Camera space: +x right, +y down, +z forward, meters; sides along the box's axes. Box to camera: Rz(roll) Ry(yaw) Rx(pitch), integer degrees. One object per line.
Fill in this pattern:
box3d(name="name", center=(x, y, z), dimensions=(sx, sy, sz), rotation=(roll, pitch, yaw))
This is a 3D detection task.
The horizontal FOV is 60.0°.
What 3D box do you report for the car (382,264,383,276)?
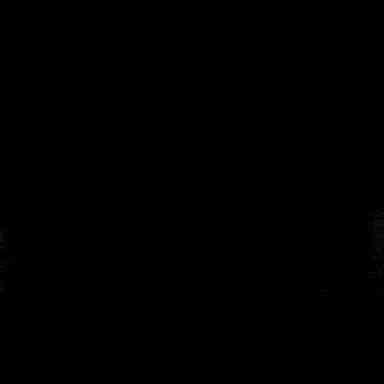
box3d(name="car", center=(6.933, 1.551, 8.458), dimensions=(5.357, 1.411, 2.033), rotation=(0, 0, -35))
